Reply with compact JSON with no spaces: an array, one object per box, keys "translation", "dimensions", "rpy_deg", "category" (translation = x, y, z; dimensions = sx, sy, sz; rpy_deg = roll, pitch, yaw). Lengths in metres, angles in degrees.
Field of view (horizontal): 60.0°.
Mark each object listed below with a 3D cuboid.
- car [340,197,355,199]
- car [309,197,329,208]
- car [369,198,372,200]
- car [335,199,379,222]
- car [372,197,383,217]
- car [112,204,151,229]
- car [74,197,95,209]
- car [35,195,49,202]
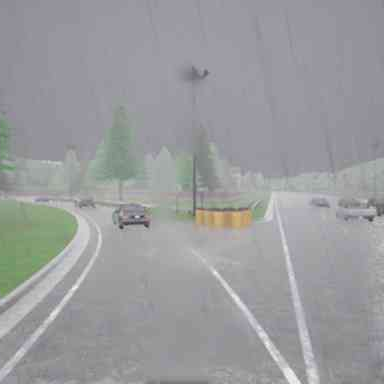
[{"translation":[19.858,1.285,42.275],"dimensions":[1.994,1.385,4.181],"rpy_deg":[0,0,14],"category":"car"},{"translation":[16.480,1.294,43.196],"dimensions":[1.994,1.385,4.181],"rpy_deg":[0,0,14],"category":"car"},{"translation":[23.250,1.276,41.412],"dimensions":[1.994,1.385,4.181],"rpy_deg":[0,0,14],"category":"car"},{"translation":[12.010,1.436,24.791],"dimensions":[1.895,1.301,4.718],"rpy_deg":[0,0,14],"category":"car"},{"translation":[15.848,1.341,25.824],"dimensions":[1.812,1.442,4.674],"rpy_deg":[0,0,14],"category":"car"},{"translation":[-3.927,1.462,21.132],"dimensions":[2.033,1.411,5.357],"rpy_deg":[0,0,-19],"category":"car"},{"translation":[-13.697,1.357,42.347],"dimensions":[1.837,1.490,4.892],"rpy_deg":[0,0,-29],"category":"car"},{"translation":[-29.713,1.355,65.908],"dimensions":[1.994,1.385,4.181],"rpy_deg":[0,0,-36],"category":"car"}]
